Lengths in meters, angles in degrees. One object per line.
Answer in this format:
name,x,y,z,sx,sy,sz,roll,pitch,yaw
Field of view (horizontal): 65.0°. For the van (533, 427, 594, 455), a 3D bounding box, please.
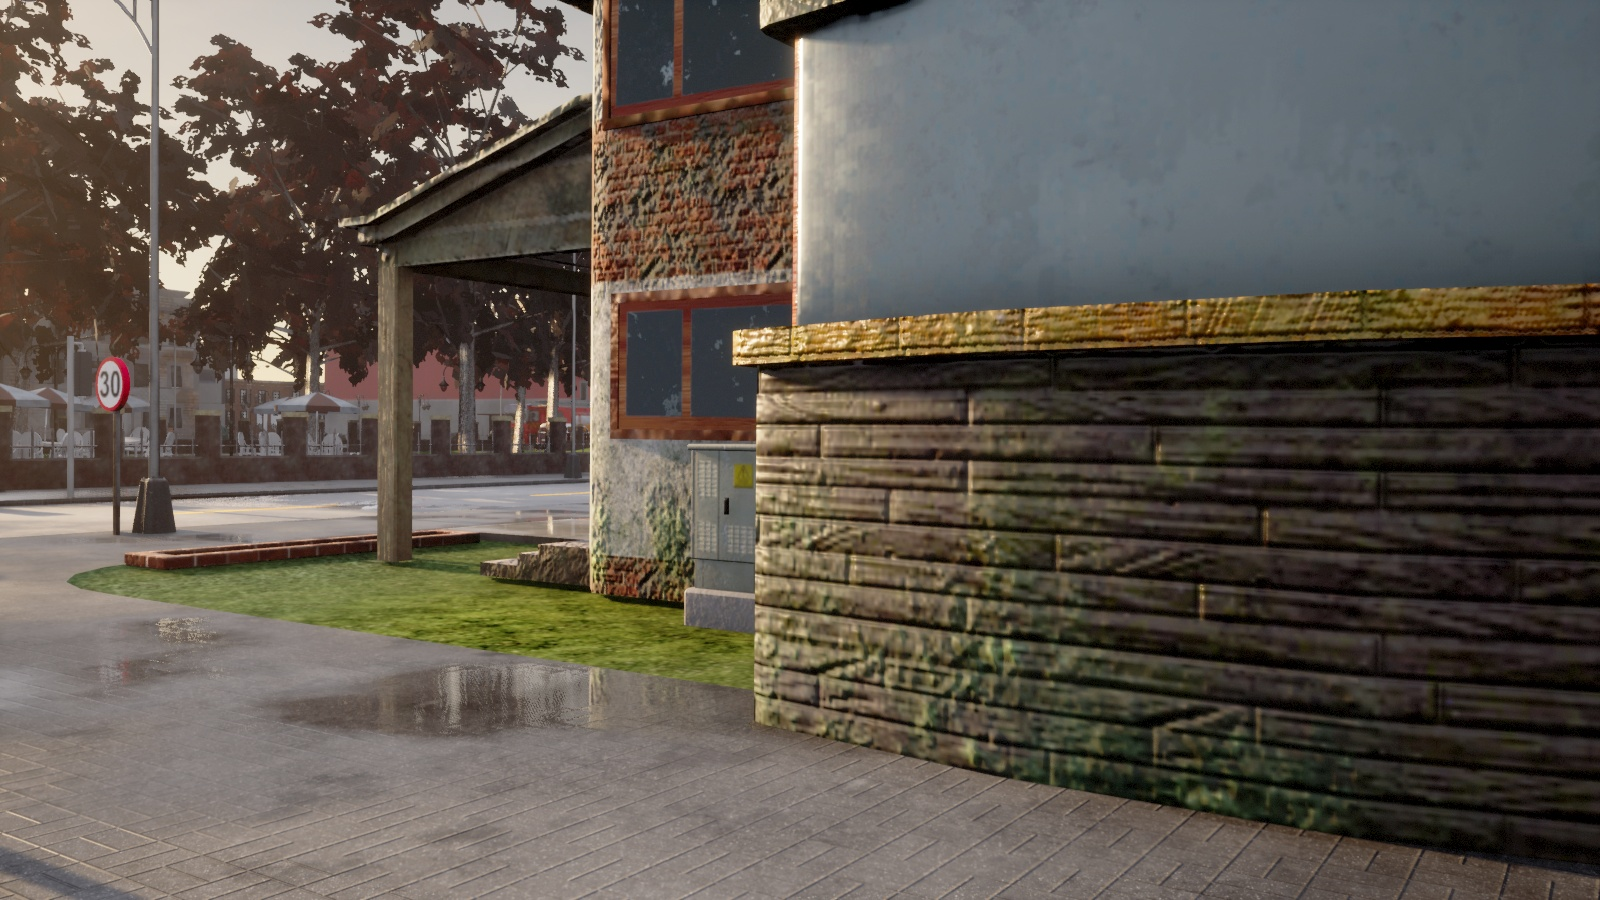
van,-18.045,-0.693,96.037,2.069,2.038,4.480,0,1,34
